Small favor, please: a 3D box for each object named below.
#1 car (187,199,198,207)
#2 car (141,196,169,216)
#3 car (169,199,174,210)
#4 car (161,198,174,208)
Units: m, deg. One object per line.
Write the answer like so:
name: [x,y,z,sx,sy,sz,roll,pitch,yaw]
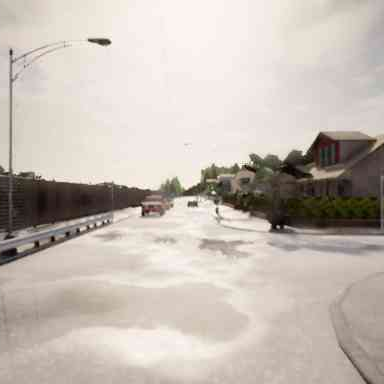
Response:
car: [0.111,1.889,58.773,2.128,1.511,4.902,0,0,0]
car: [-4.080,1.464,35.852,2.150,2.045,5.566,0,0,0]
car: [-4.077,1.661,45.691,2.097,1.767,4.553,0,0,0]
car: [-4.050,1.880,55.691,1.837,1.490,4.892,0,0,1]
